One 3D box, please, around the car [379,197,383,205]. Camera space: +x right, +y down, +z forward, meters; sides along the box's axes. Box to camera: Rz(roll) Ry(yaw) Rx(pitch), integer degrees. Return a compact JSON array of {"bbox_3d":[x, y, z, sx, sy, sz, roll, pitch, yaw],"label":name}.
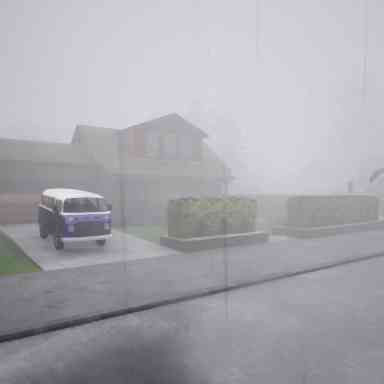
[{"bbox_3d":[24.676,0.990,41.407,3.866,1.878,1.905,0,0,0],"label":"car"}]
